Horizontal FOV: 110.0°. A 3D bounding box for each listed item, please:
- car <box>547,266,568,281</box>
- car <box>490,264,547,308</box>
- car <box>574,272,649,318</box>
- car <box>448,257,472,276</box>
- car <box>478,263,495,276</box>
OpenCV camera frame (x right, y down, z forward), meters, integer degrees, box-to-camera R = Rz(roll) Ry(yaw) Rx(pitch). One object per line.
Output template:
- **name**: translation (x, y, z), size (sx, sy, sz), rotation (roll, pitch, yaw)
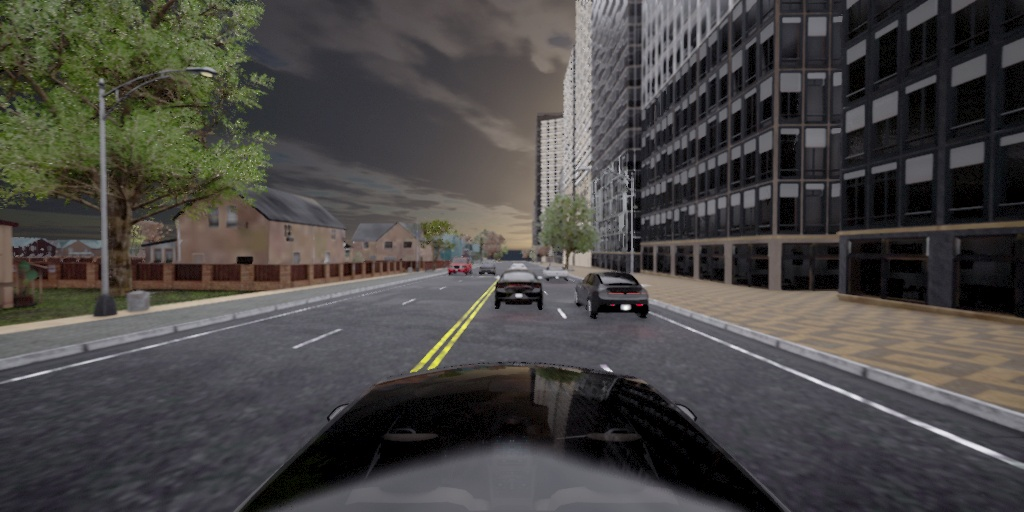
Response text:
- **car**: translation (3.823, 1.517, 32.146), size (1.895, 1.301, 4.718), rotation (0, 0, 1)
- **car**: translation (0.294, 1.298, 15.551), size (1.882, 1.535, 5.008), rotation (0, 0, 1)
- **car**: translation (3.502, 1.317, 13.276), size (1.837, 1.490, 4.892), rotation (0, 0, 1)
- **car**: translation (-5.957, 1.186, 41.612), size (2.150, 2.045, 5.566), rotation (0, 0, 1)
- **car**: translation (-2.719, 1.513, 41.114), size (2.033, 1.411, 5.357), rotation (0, 0, 1)
